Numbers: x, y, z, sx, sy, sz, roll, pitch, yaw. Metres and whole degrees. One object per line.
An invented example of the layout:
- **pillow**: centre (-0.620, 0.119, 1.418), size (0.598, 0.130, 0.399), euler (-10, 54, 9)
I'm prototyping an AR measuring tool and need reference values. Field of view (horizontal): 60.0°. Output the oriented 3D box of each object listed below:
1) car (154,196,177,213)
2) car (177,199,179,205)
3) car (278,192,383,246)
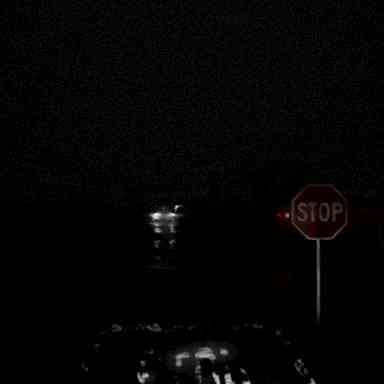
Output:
- **car**: centre (-2.840, 1.367, 35.312), size (1.837, 1.490, 4.892), euler (0, 0, 0)
- **car**: centre (-3.101, 1.353, 52.453), size (2.033, 1.411, 5.357), euler (0, 0, -2)
- **car**: centre (6.343, 1.036, 14.179), size (5.566, 2.045, 2.150), euler (0, -3, -20)
